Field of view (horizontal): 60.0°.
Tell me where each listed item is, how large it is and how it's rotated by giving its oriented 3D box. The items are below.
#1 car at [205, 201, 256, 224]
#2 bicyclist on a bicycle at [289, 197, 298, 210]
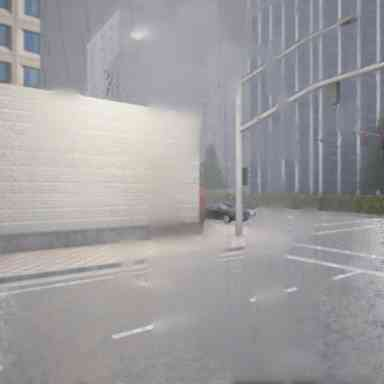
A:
[{"bbox_3d":[2.318,1.539,25.961,1.882,1.535,5.008,0,0,-36],"label":"car"},{"bbox_3d":[11.921,1.367,39.143,1.656,1.620,0.582,0,0,-36],"label":"bicyclist on a bicycle"}]
